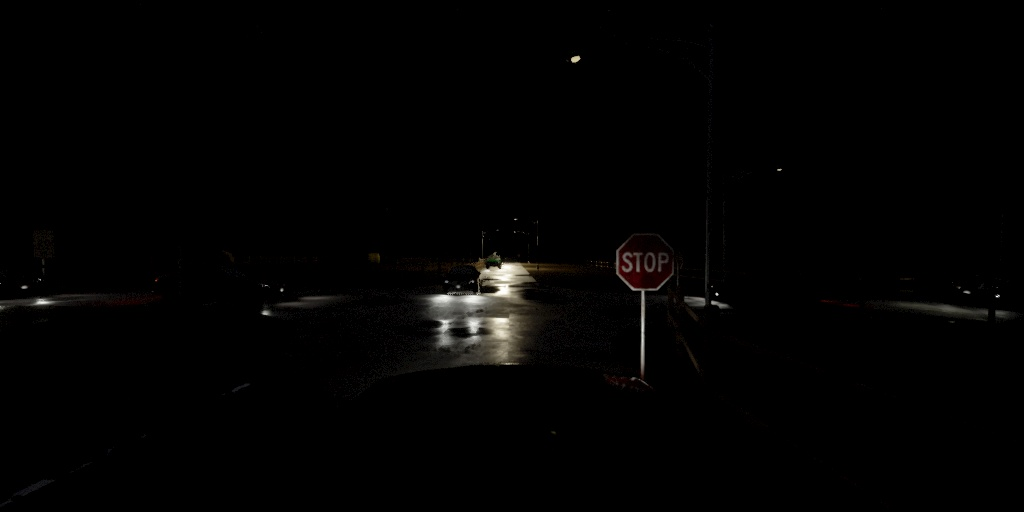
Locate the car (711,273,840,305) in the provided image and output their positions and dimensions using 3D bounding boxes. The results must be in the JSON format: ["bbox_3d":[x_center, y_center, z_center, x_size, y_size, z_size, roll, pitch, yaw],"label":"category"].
[{"bbox_3d":[12.756,1.547,17.600,5.357,1.411,2.033,1,1,1],"label":"car"}]

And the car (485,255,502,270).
[{"bbox_3d":[-2.683,0.894,52.621,2.150,2.045,5.566,0,0,0],"label":"car"}]

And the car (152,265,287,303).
[{"bbox_3d":[-11.914,1.103,14.781,4.674,1.442,1.812,1,1,-4],"label":"car"}]

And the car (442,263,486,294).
[{"bbox_3d":[-2.720,1.276,20.504,1.812,1.442,4.674,0,0,0],"label":"car"}]

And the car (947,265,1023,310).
[{"bbox_3d":[25.112,1.492,17.619,5.566,2.045,2.150,1,1,0],"label":"car"}]

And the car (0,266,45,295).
[{"bbox_3d":[-22.007,0.937,14.475,4.674,1.442,1.812,1,1,0],"label":"car"}]
